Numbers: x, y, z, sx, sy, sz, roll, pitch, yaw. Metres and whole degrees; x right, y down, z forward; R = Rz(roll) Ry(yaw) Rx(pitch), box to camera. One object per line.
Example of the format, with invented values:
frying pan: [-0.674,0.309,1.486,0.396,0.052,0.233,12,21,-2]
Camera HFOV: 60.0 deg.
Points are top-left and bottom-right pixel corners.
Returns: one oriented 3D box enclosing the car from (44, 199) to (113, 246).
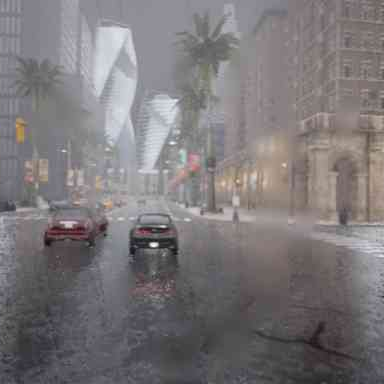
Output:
car: [-5.268,1.419,15.761,2.097,1.767,4.553,1,-1,-6]

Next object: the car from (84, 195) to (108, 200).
car: [-11.214,1.536,37.590,2.097,1.767,4.553,1,-1,-6]

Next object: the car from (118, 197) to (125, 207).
car: [-13.094,1.700,56.742,2.097,1.767,4.553,1,-1,-6]

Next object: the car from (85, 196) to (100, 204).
car: [-21.228,1.702,71.158,2.185,1.767,4.553,1,-1,-6]

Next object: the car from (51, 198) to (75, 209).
car: [-19.063,1.674,49.333,2.161,1.482,4.786,1,-1,-6]

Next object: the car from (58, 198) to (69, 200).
car: [-14.757,1.599,37.861,1.882,1.535,5.008,1,-1,-6]

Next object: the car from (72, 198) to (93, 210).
car: [-15.731,1.687,48.019,1.882,1.535,5.008,1,-1,-5]

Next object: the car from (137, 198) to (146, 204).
car: [-12.021,2.128,79.540,1.812,1.442,4.674,1,-1,-6]

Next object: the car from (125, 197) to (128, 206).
car: [-14.107,1.787,66.827,2.097,1.767,4.553,1,-1,-6]

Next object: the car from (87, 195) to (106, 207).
car: [-16.792,1.520,58.554,2.150,2.045,5.566,1,-1,-6]

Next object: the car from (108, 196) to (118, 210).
car: [-12.097,1.740,46.674,1.882,1.535,5.008,1,-1,-5]

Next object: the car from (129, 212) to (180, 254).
car: [-1.584,1.623,14.114,1.837,1.490,4.892,1,-1,-6]
